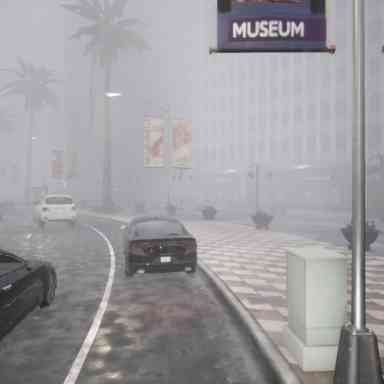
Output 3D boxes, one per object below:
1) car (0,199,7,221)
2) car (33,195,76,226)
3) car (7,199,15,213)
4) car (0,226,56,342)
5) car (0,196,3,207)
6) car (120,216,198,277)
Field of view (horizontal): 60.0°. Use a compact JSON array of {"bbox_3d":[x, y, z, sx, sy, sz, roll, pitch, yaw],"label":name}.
[{"bbox_3d":[-16.518,1.335,26.422,2.097,1.767,4.553,0,0,-39],"label":"car"},{"bbox_3d":[-9.497,1.211,22.829,2.150,2.045,5.566,0,0,-30],"label":"car"},{"bbox_3d":[-21.053,1.456,36.471,1.882,1.535,5.008,0,0,-43],"label":"car"},{"bbox_3d":[-3.510,1.523,4.916,1.812,1.442,4.674,0,0,-6],"label":"car"},{"bbox_3d":[-31.008,1.449,51.164,2.231,1.521,4.892,0,0,-44],"label":"car"},{"bbox_3d":[-1.184,1.476,10.449,1.882,1.535,5.008,0,0,-13],"label":"car"}]
